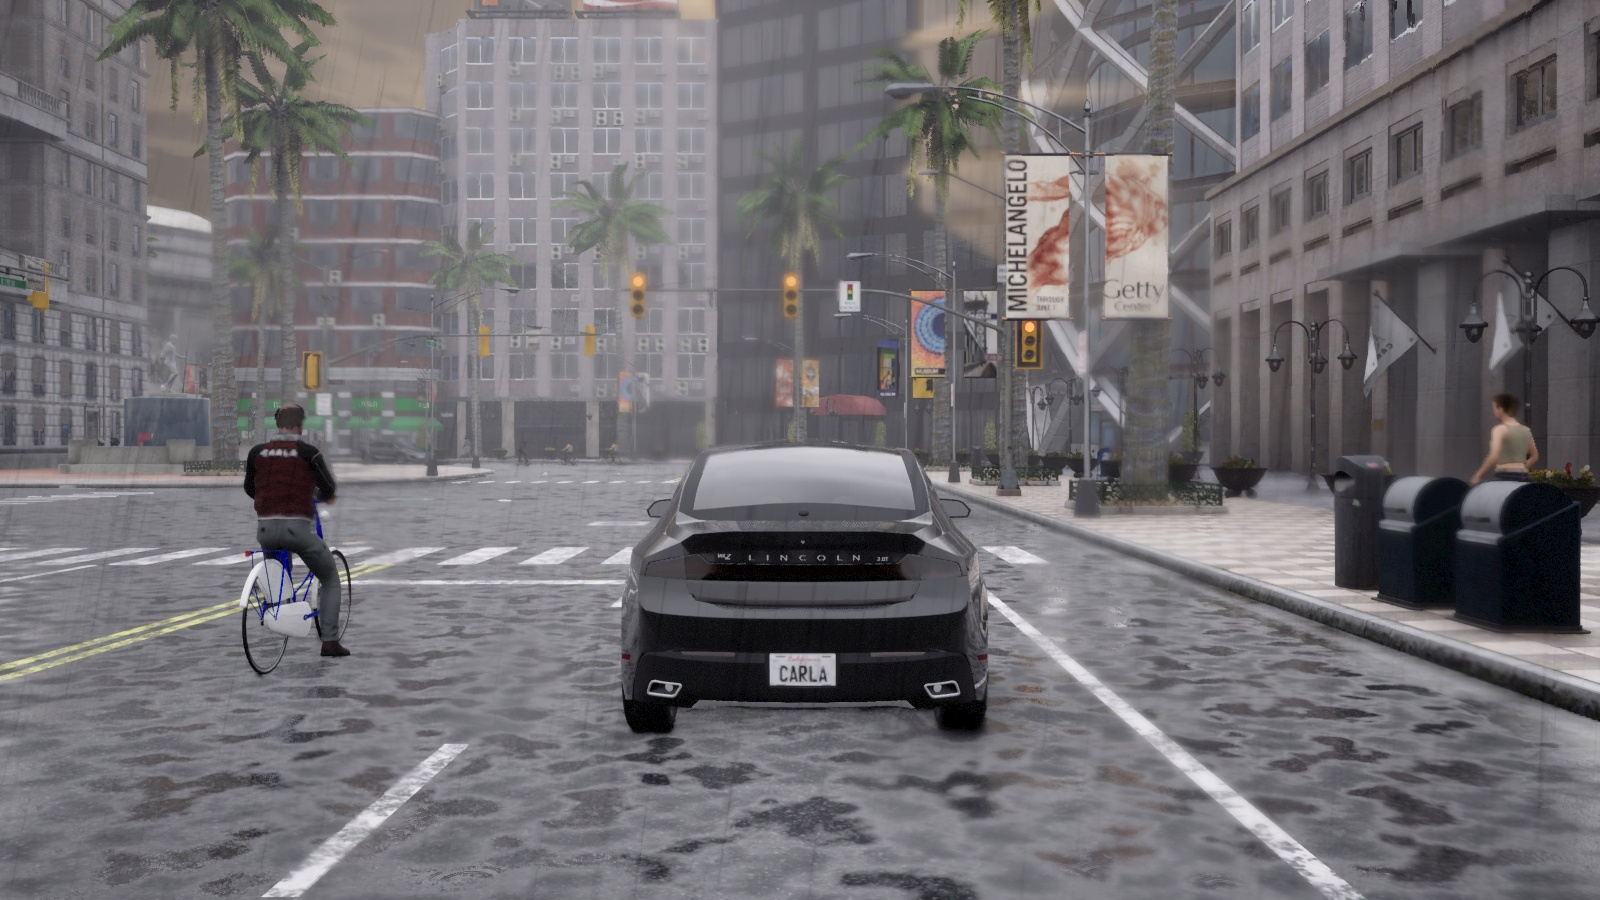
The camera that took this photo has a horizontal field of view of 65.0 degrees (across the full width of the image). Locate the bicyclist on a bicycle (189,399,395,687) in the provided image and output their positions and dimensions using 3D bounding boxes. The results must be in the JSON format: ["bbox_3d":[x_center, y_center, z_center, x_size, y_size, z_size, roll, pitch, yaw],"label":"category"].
[{"bbox_3d":[-3.432,0.565,8.669,0.659,1.776,1.843,0,1,0],"label":"bicyclist on a bicycle"}]

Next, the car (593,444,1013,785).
[{"bbox_3d":[0.047,0.707,7.945,1.837,1.490,4.892,0,0,1],"label":"car"}]

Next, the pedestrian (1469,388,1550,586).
[{"bbox_3d":[6.760,0.341,11.977,0.345,1.836,0.594,0,0,-16],"label":"pedestrian"}]

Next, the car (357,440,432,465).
[{"bbox_3d":[-28.286,0.159,87.659,4.856,1.649,2.033,0,0,23],"label":"car"}]
